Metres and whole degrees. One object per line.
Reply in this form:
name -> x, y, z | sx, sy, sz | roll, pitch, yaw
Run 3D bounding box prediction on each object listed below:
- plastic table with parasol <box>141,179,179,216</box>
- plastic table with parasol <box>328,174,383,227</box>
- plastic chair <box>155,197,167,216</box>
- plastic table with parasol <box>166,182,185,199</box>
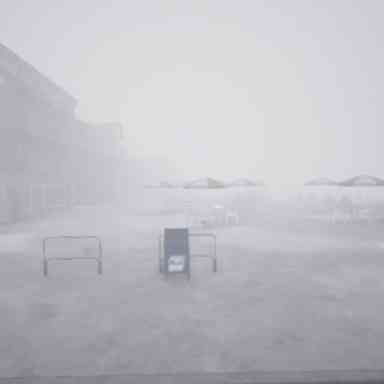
plastic table with parasol -> -2.211, 0.359, 23.933 | 2.482, 2.480, 2.482 | -1, 1, -1
plastic table with parasol -> 8.598, 0.362, 16.739 | 2.482, 2.480, 2.482 | -1, 1, -1
plastic chair -> -2.111, 0.991, 22.771 | 0.750, 1.271, 0.730 | -1, 1, -1
plastic table with parasol -> -2.354, -0.236, 48.116 | 2.482, 2.480, 2.482 | -1, 1, -1
